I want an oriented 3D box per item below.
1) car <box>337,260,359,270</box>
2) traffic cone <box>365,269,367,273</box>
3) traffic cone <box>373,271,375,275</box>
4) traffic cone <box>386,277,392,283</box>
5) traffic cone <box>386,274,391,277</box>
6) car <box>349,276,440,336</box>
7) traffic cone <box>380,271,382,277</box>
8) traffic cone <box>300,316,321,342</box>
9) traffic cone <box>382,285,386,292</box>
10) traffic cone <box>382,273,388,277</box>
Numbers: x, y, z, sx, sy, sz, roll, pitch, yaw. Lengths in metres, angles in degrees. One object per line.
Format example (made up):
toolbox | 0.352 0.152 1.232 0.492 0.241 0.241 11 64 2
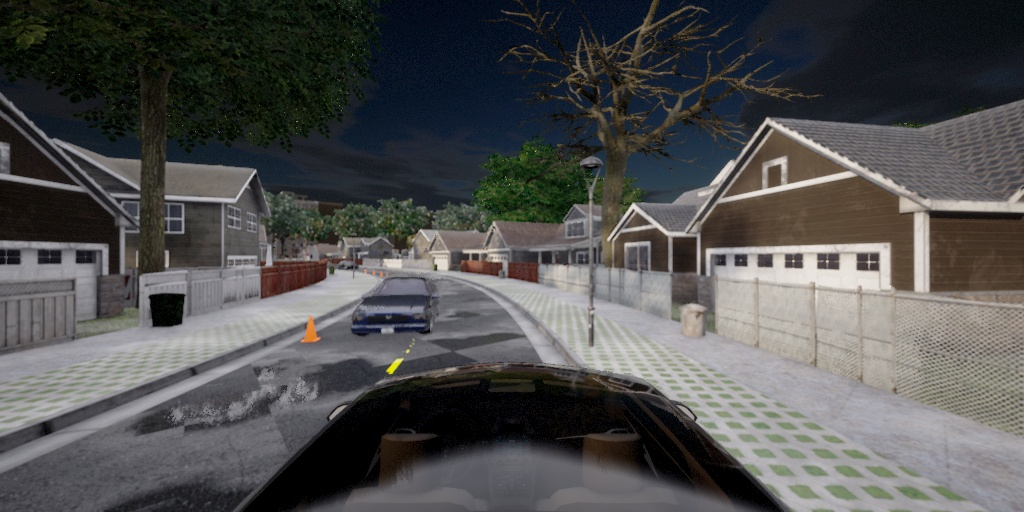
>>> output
car | -25.591 1.440 55.915 4.892 1.490 1.837 -1 -1 44
traffic cone | -18.213 1.856 44.576 0.340 0.580 0.340 0 0 -35
traffic cone | -15.586 1.843 40.505 0.340 0.580 0.340 0 0 -31
traffic cone | -7.735 1.782 22.833 0.340 0.580 0.340 0 0 -17
traffic cone | -9.283 1.798 27.425 0.340 0.580 0.340 0 0 -20
car | -3.184 1.332 10.832 2.033 1.411 5.357 0 0 -8
traffic cone | -13.216 1.829 36.277 0.340 0.580 0.340 0 0 -28
traffic cone | -4.831 1.733 8.606 0.340 0.580 0.340 0 0 -6
traffic cone | -6.474 1.766 18.154 0.340 0.580 0.340 0 0 -13
traffic cone | -11.113 1.814 31.912 0.340 0.580 0.340 0 0 -24
